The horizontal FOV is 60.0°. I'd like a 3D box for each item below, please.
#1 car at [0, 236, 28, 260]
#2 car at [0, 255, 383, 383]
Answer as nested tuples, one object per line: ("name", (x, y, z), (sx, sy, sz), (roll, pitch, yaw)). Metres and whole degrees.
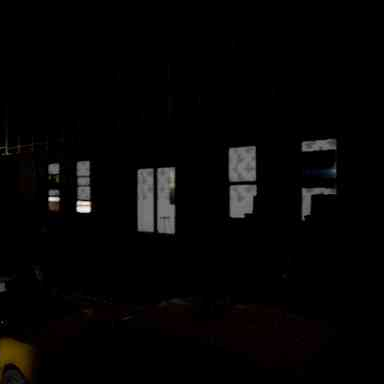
("car", (-4.471, 1.466, 6.060), (4.097, 1.590, 1.967), (0, 0, 35))
("car", (-0.010, 1.531, 2.880), (4.829, 1.417, 1.752), (0, 0, 35))
